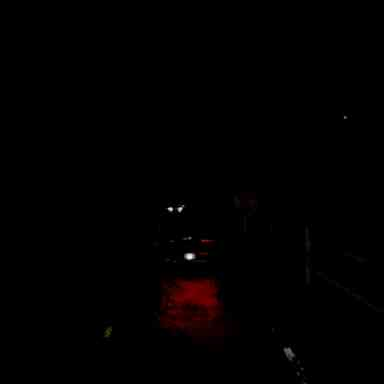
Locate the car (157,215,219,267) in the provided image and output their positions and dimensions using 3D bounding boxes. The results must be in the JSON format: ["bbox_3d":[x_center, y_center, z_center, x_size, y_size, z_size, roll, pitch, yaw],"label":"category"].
[{"bbox_3d":[-0.189,1.589,11.826,1.837,1.490,4.892,0,0,-3],"label":"car"}]

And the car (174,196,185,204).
[{"bbox_3d":[-2.732,1.754,72.636,2.097,1.767,4.553,0,-1,0],"label":"car"}]

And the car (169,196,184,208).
[{"bbox_3d":[-2.791,1.808,57.268,2.097,1.767,4.553,0,-1,0],"label":"car"}]
